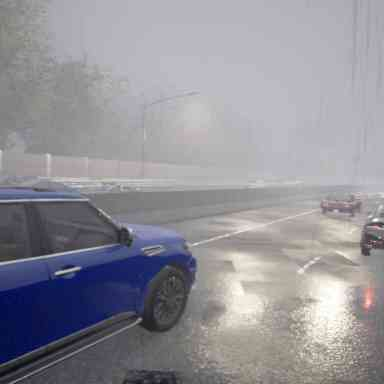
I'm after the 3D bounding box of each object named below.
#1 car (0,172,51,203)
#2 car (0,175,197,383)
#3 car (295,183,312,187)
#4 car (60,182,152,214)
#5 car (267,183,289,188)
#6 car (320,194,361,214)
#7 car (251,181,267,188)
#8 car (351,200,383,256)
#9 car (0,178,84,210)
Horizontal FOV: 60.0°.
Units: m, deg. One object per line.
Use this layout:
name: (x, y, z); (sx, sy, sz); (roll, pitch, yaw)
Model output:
car: (-11.705, -0.330, 21.172); (2.097, 1.767, 4.553); (4, 4, 34)
car: (-2.123, 0.902, 3.702); (2.150, 2.045, 5.566); (4, 4, 34)
car: (17.737, -0.688, 52.667); (2.128, 1.511, 4.902); (4, 4, 34)
car: (-4.740, 0.215, 19.049); (2.128, 1.511, 4.902); (4, 4, 34)
car: (14.307, -0.823, 53.809); (1.994, 1.385, 4.181); (5, 4, 34)
car: (9.885, 0.780, 21.738); (1.895, 1.301, 4.718); (4, 4, 34)
car: (11.543, -1.093, 55.949); (1.812, 1.442, 4.674); (4, 4, 34)
car: (6.629, 1.155, 10.554); (2.128, 1.511, 4.902); (4, 4, 34)
car: (-8.898, 0.027, 19.106); (1.882, 1.535, 5.008); (4, 4, 34)
